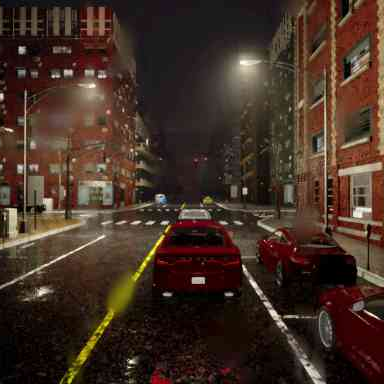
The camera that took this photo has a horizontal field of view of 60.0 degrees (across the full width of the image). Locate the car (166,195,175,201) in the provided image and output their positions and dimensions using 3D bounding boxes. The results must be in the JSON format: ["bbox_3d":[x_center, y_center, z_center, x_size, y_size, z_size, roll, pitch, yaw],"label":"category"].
[{"bbox_3d":[-5.529,1.582,86.492,2.008,1.369,4.403,1,0,0],"label":"car"}]

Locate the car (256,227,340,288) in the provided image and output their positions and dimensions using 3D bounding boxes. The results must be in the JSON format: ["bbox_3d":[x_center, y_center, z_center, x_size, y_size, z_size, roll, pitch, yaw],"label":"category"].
[{"bbox_3d":[2.853,1.584,8.924,1.802,1.307,4.206,1,0,0],"label":"car"}]

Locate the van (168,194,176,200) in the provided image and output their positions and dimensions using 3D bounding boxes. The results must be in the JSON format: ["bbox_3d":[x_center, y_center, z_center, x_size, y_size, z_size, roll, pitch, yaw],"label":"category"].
[{"bbox_3d":[-5.516,1.375,92.145,1.690,1.788,3.998,1,0,0],"label":"van"}]

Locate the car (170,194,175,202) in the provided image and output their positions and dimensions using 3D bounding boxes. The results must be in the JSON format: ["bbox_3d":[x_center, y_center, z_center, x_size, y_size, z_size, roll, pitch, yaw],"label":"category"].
[{"bbox_3d":[-5.549,1.607,75.187,1.802,1.307,4.206,1,0,0],"label":"car"}]

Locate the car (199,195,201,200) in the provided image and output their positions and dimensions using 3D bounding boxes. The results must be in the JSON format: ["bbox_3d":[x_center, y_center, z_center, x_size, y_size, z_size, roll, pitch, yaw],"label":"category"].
[{"bbox_3d":[2.841,1.572,80.787,1.887,1.381,4.507,1,0,0],"label":"car"}]

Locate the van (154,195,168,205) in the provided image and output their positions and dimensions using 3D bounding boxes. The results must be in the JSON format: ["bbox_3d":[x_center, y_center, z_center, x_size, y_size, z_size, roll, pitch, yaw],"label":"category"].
[{"bbox_3d":[-5.575,1.359,58.231,1.690,1.788,3.998,1,0,0],"label":"van"}]

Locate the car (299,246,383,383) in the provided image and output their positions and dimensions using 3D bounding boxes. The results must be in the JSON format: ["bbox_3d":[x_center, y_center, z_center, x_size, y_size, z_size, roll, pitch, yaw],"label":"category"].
[{"bbox_3d":[2.673,1.583,3.268,1.802,1.307,4.206,1,0,0],"label":"car"}]

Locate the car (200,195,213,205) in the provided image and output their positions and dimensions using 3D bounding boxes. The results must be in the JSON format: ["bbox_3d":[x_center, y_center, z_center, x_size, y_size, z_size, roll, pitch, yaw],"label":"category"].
[{"bbox_3d":[2.802,1.543,58.347,1.752,1.417,4.829,1,0,0],"label":"car"}]

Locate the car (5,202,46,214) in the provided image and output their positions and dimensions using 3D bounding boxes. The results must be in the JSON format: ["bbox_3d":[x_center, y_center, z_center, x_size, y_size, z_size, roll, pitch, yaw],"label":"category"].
[{"bbox_3d":[-18.646,1.730,37.343,4.313,1.339,1.947,0,-1,0],"label":"car"}]

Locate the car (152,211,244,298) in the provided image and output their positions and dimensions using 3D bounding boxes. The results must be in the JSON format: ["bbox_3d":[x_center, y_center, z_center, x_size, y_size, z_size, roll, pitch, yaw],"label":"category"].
[{"bbox_3d":[0.113,1.480,8.606,1.882,1.535,5.008,0,0,0],"label":"car"}]

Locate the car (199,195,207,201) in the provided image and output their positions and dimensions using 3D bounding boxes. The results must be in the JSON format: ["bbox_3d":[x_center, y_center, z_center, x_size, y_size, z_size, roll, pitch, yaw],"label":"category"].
[{"bbox_3d":[2.851,1.597,86.439,1.947,1.339,4.313,1,0,0],"label":"car"}]

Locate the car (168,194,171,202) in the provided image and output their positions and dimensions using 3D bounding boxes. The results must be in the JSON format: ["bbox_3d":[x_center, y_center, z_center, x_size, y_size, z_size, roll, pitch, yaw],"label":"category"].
[{"bbox_3d":[-5.569,1.602,63.883,1.802,1.307,4.206,1,0,0],"label":"car"}]
